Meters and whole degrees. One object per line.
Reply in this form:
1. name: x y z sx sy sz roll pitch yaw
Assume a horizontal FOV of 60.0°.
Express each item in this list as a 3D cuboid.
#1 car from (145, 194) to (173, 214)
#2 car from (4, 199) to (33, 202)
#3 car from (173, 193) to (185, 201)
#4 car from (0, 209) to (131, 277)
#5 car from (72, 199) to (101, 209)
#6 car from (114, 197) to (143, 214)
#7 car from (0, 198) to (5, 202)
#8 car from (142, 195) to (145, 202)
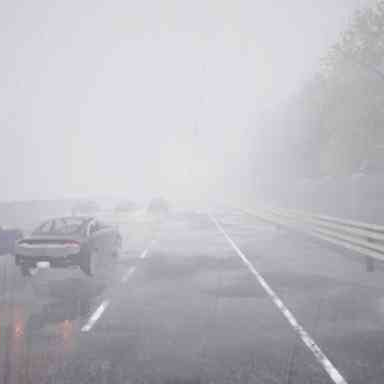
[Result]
1. car: -3.464 1.360 35.661 2.097 1.767 4.553 0 0 0
2. car: -21.009 1.584 41.607 1.994 1.385 4.181 0 0 1
3. car: -3.408 1.545 89.326 1.812 1.442 4.674 0 0 0
4. car: -3.487 1.495 10.236 2.128 1.511 4.902 0 0 0
5. car: -10.465 1.519 33.228 1.837 1.490 4.892 0 0 0
6. car: -6.966 1.558 35.617 2.033 1.411 5.357 0 0 0
7. car: -24.504 1.526 41.513 1.837 1.490 4.892 0 0 1
8. car: -10.423 1.499 75.223 1.882 1.535 5.008 0 0 0
